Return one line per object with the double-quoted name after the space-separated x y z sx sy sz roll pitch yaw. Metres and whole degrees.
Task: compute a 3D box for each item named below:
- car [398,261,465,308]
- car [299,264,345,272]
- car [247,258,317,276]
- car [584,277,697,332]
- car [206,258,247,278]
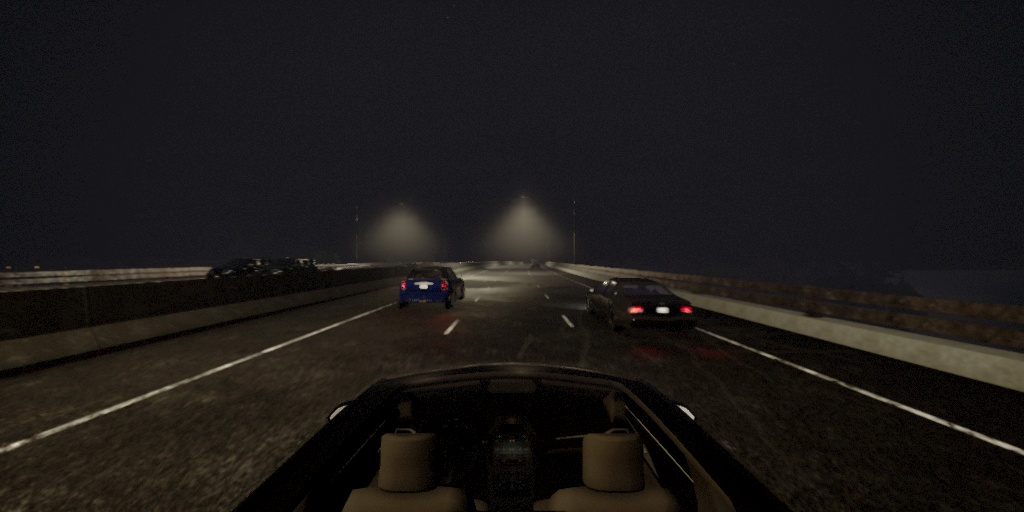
-3.349 1.197 15.789 2.097 1.767 4.553 0 0 0 "car"
-13.910 1.490 27.588 1.994 1.385 4.181 0 -1 1 "car"
-17.404 1.149 28.081 2.150 2.045 5.566 0 -1 1 "car"
3.619 1.368 11.120 2.033 1.411 5.357 0 0 0 "car"
-20.901 1.146 28.188 2.150 2.045 5.566 0 -1 1 "car"
